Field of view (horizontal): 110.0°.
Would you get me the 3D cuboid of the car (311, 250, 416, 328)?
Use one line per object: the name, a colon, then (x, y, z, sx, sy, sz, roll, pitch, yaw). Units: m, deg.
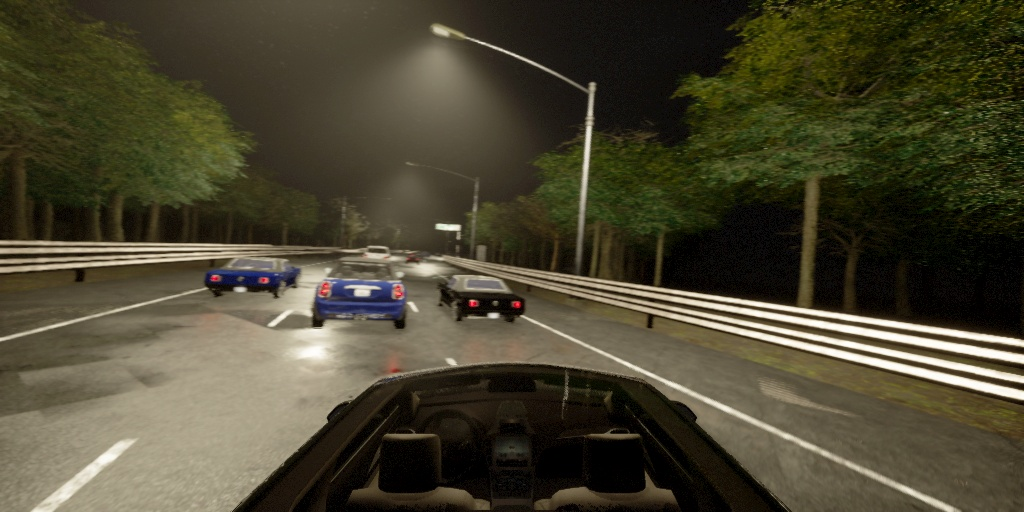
car: (-4.193, 0.809, 10.191, 2.097, 1.767, 4.553, 5, 0, -21)

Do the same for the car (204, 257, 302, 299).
car: (-9.049, 0.693, 13.039, 1.895, 1.301, 4.718, 5, 0, -21)

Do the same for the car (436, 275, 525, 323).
car: (-1.278, 1.293, 11.901, 1.895, 1.301, 4.718, 5, 0, -21)

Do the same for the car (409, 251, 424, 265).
car: (-13.851, 0.401, 50.101, 2.033, 1.411, 5.357, 5, 0, -15)

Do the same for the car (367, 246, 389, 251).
car: (-11.857, 0.164, 31.746, 2.150, 2.045, 5.566, 4, 0, -18)
